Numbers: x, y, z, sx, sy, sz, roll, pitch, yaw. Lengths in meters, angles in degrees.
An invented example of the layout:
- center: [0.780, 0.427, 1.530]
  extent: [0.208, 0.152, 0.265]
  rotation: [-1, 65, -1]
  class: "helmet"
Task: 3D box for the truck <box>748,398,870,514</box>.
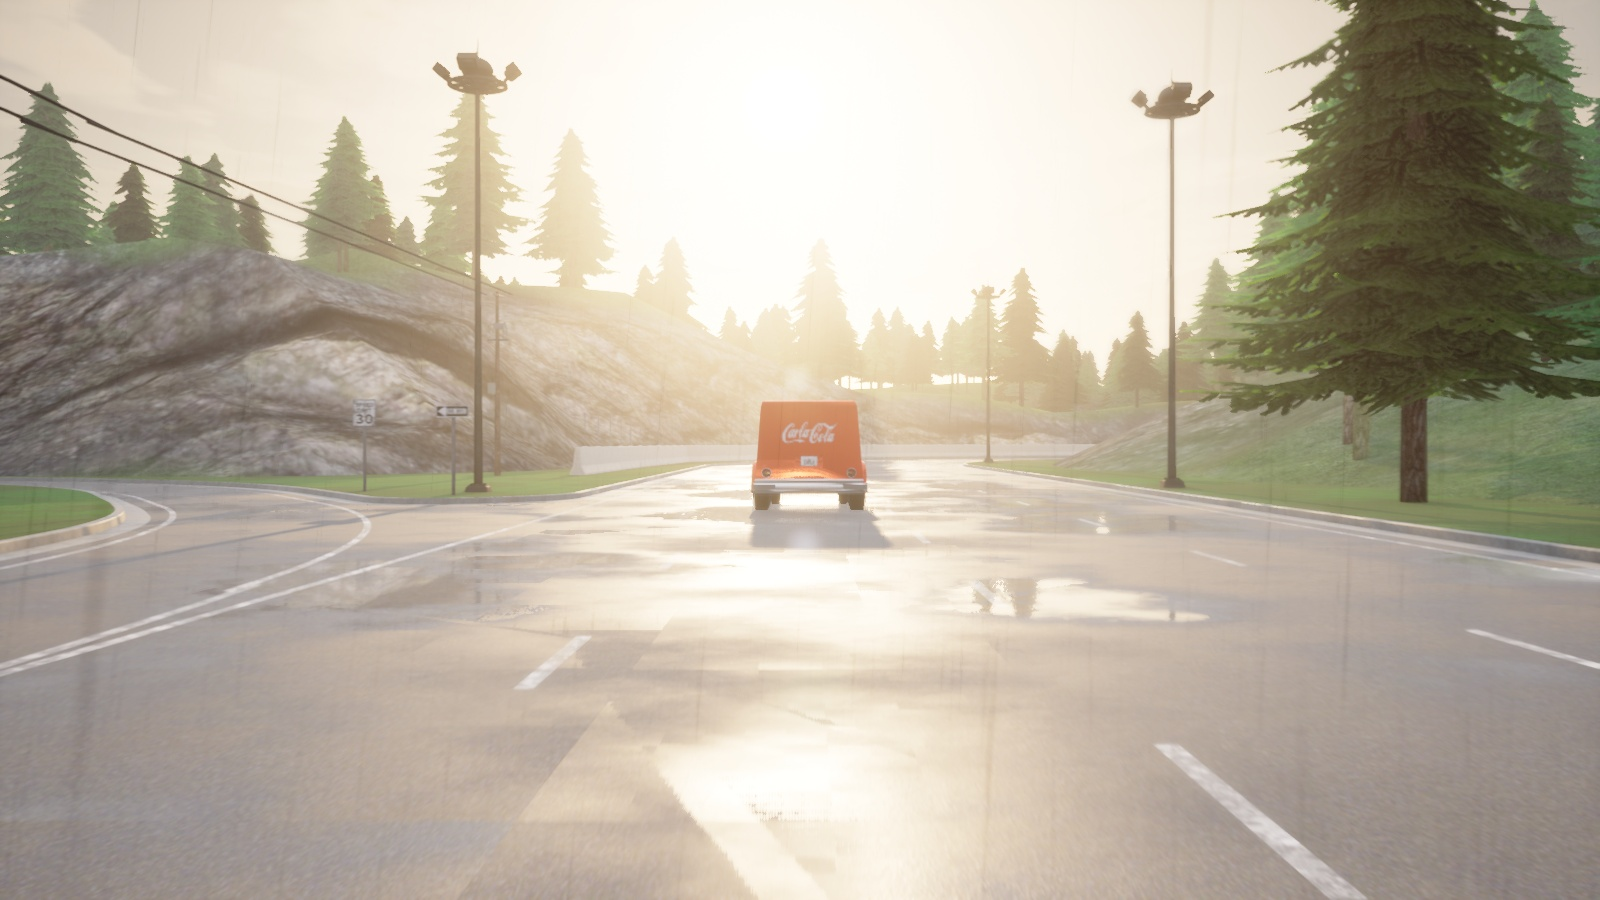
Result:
- center: [0.214, 0.098, 29.544]
  extent: [2.627, 2.467, 5.204]
  rotation: [0, 1, 0]
  class: "truck"
